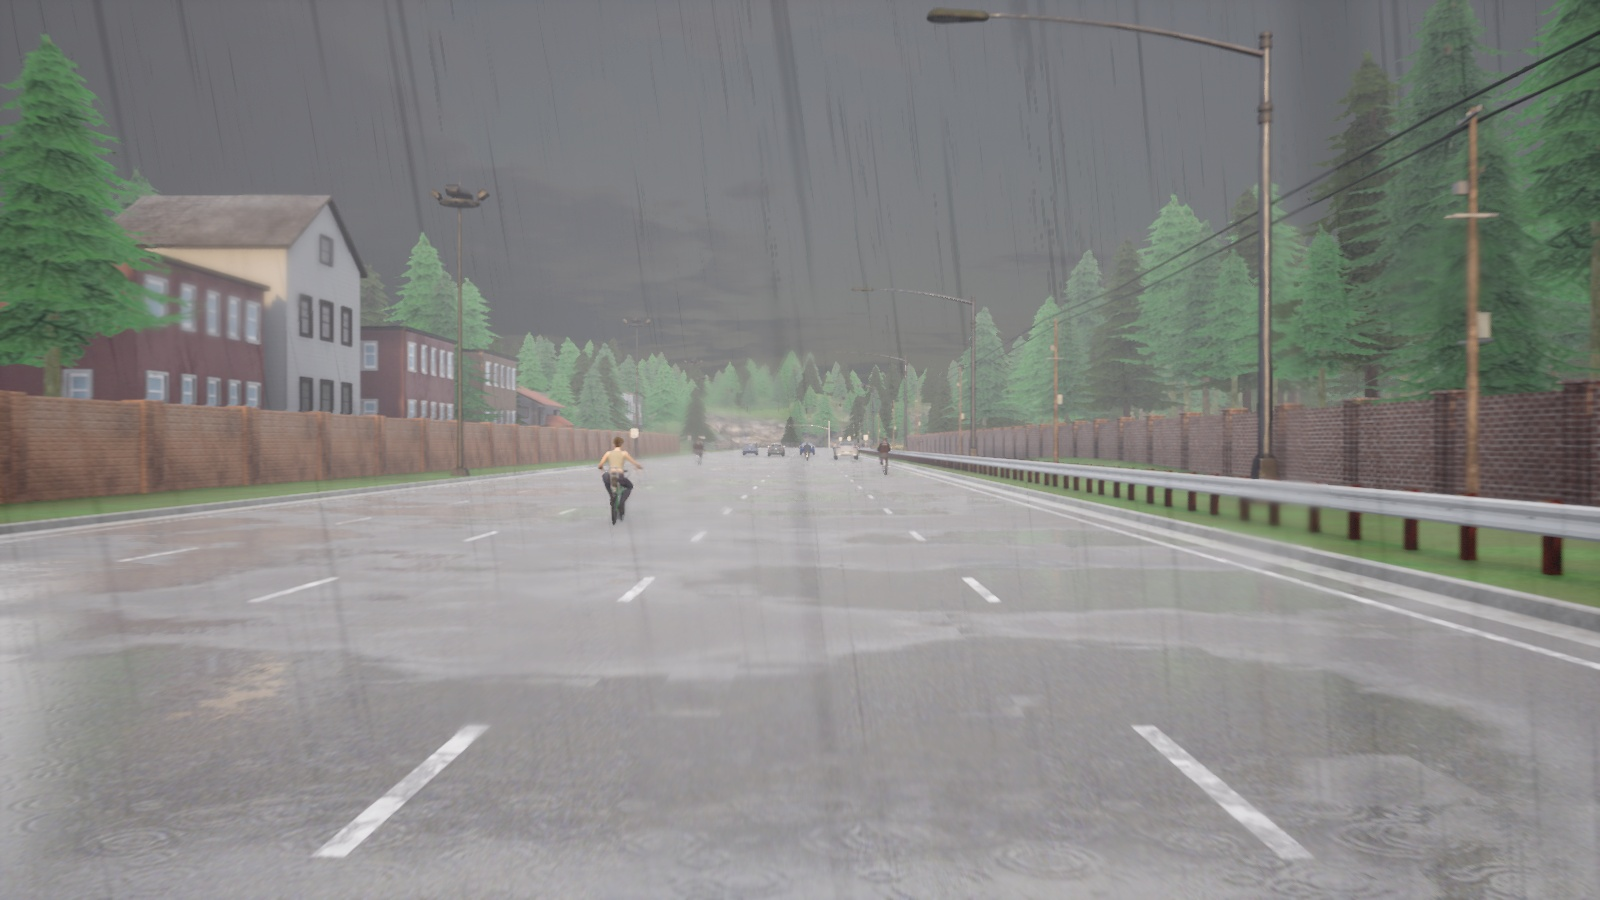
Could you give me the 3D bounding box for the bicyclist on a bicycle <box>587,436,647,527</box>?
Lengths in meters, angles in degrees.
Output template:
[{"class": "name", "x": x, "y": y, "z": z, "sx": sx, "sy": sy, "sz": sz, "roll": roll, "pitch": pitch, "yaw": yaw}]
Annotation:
[{"class": "bicyclist on a bicycle", "x": -3.359, "y": 0.552, "z": 23.120, "sx": 0.866, "sy": 1.612, "sz": 1.509, "roll": 0, "pitch": 0, "yaw": 1}]
